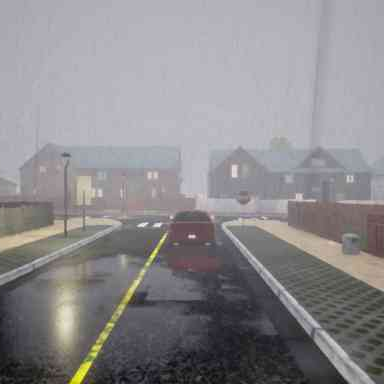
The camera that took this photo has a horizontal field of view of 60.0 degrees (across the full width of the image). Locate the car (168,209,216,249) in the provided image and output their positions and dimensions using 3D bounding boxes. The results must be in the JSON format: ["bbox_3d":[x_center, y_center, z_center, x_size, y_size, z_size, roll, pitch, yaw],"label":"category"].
[{"bbox_3d":[0.000,1.485,14.650,1.882,1.535,5.008,0,0,0],"label":"car"}]
